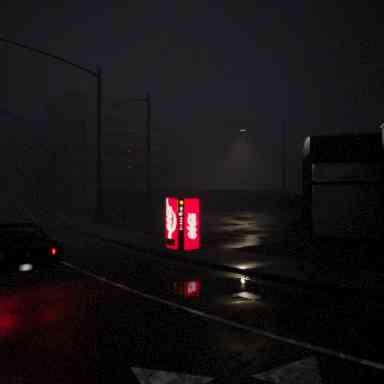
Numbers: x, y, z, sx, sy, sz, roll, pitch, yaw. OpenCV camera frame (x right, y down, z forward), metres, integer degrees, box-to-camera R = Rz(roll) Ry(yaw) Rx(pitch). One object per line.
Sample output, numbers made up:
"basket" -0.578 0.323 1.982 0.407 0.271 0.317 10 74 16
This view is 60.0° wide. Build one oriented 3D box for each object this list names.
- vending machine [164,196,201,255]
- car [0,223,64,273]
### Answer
"vending machine" -0.354 1.195 12.567 1.100 2.100 0.880 0 0 -40
"car" -5.604 1.601 10.063 1.895 1.301 4.718 0 0 -40
